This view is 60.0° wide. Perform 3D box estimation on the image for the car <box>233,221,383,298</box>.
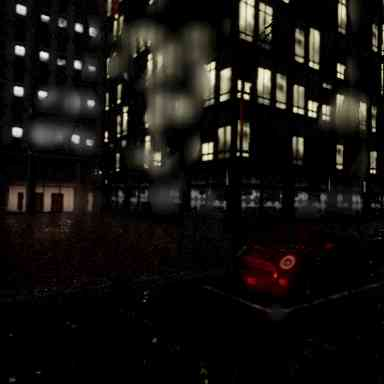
[{"bbox_3d":[3.016,1.516,8.675,4.097,1.590,1.967,1,1,-35],"label":"car"}]
